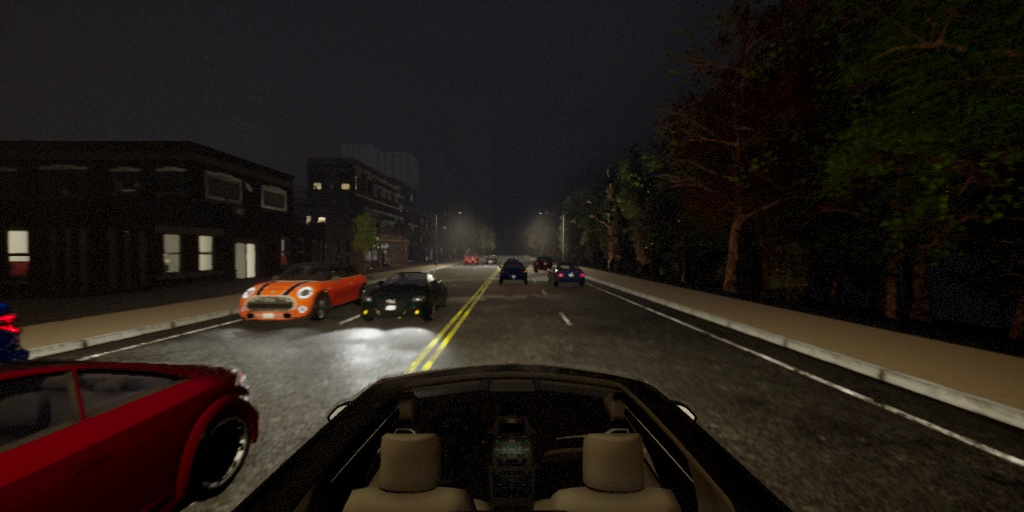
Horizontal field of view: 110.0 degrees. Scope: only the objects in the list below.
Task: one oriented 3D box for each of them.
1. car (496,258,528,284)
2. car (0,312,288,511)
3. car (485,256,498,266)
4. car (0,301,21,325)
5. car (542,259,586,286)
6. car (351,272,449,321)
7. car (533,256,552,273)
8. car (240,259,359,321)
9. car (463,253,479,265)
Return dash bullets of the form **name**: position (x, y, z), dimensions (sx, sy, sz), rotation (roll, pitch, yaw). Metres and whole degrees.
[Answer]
- **car**: position (0.095, 1.069, 24.137), dimensions (1.812, 1.442, 4.674), rotation (0, 0, 0)
- **car**: position (-3.348, 1.315, 1.616), dimensions (1.994, 1.385, 4.181), rotation (0, 0, 0)
- **car**: position (-3.293, 0.719, 57.671), dimensions (2.128, 1.511, 4.902), rotation (0, 1, 1)
- **car**: position (-6.597, 0.972, 1.675), dimensions (2.150, 2.045, 5.566), rotation (0, 1, 0)
- **car**: position (3.356, 1.104, 22.778), dimensions (2.033, 1.411, 5.357), rotation (0, 1, 0)
- **car**: position (-3.342, 1.220, 11.870), dimensions (1.994, 1.385, 4.181), rotation (0, 1, 0)
- **car**: position (3.312, 0.768, 37.653), dimensions (2.097, 1.767, 4.553), rotation (0, 0, 0)
- **car**: position (-6.583, 1.007, 11.940), dimensions (2.097, 1.767, 4.553), rotation (0, 1, 0)
- **car**: position (-6.535, 0.455, 58.103), dimensions (2.150, 2.045, 5.566), rotation (0, 1, 1)
